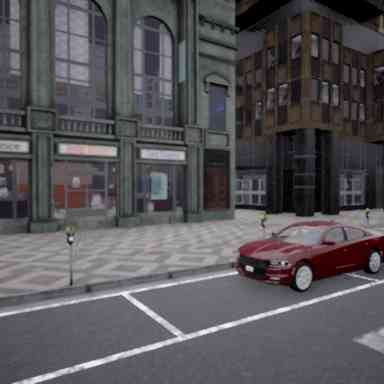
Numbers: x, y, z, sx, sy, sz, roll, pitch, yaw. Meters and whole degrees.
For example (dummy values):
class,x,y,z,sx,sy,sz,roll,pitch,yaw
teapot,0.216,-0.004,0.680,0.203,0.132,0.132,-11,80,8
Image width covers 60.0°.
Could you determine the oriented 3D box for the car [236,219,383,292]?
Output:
class,x,y,z,sx,sy,sz,roll,pitch,yaw
car,3.168,1.431,8.562,4.507,1.381,1.887,0,1,-33
